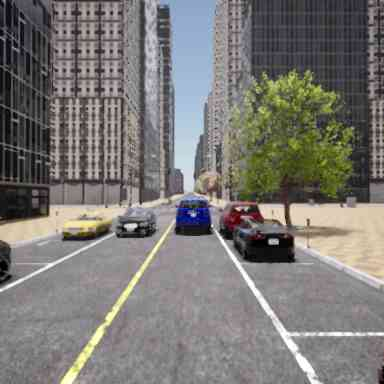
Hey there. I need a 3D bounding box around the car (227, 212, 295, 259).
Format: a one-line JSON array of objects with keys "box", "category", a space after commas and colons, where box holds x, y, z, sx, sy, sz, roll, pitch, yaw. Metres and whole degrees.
[{"box": [2.678, 1.689, 13.004, 1.947, 1.339, 4.313, 0, -1, 0], "category": "car"}]

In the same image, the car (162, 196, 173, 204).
[{"box": [-5.871, 1.959, 79.555, 2.192, 1.841, 5.009, 0, 0, 0], "category": "car"}]

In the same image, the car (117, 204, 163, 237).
[{"box": [-3.120, 1.672, 19.347, 2.128, 1.511, 4.902, 0, 0, 0], "category": "car"}]

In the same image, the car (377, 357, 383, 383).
[{"box": [2.691, 1.599, 1.610, 1.802, 1.307, 4.206, 0, -1, 0], "category": "car"}]

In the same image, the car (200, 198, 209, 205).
[{"box": [2.745, 2.046, 73.884, 1.967, 1.590, 4.097, 0, 0, 0], "category": "car"}]

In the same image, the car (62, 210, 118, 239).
[{"box": [-5.708, 1.699, 18.522, 1.752, 1.417, 4.829, 0, -1, 0], "category": "car"}]

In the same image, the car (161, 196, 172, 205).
[{"box": [-5.895, 2.130, 73.705, 1.752, 1.417, 4.829, 0, 0, 0], "category": "car"}]

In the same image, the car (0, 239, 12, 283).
[{"box": [-5.696, 1.637, 7.297, 1.947, 1.339, 4.313, 0, -1, 0], "category": "car"}]

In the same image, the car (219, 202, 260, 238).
[{"box": [2.673, 1.490, 18.702, 2.192, 1.841, 5.009, 0, 0, 0], "category": "car"}]

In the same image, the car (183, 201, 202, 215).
[{"box": [0.059, 1.843, 39.750, 2.128, 1.511, 4.902, 0, 0, 0], "category": "car"}]

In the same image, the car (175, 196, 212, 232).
[{"box": [0.078, 1.424, 21.579, 2.150, 2.045, 5.566, 0, 0, 0], "category": "car"}]
